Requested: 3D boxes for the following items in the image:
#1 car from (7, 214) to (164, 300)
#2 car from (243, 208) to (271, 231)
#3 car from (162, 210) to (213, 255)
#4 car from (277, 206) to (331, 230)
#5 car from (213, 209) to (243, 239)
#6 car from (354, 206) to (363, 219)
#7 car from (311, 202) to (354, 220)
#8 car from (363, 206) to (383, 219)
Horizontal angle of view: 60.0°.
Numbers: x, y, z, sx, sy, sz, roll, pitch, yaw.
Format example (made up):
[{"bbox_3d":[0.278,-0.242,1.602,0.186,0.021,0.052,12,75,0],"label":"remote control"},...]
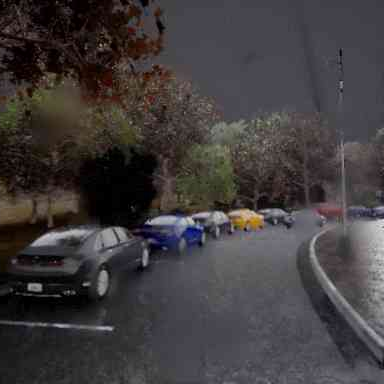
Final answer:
[{"bbox_3d":[-2.557,1.565,8.726,2.231,1.521,4.892,0,0,11],"label":"car"},{"bbox_3d":[3.789,2.006,24.570,2.097,1.535,5.008,-2,-2,31],"label":"car"},{"bbox_3d":[-0.815,1.679,14.321,2.097,1.535,5.008,-1,-3,17],"label":"car"},{"bbox_3d":[8.547,2.018,25.027,2.033,1.411,5.357,-2,-3,35],"label":"car"},{"bbox_3d":[1.108,1.828,19.662,2.231,1.521,4.892,-1,-2,23],"label":"car"},{"bbox_3d":[20.192,2.445,40.691,5.008,1.535,2.097,1,-3,-33],"label":"car"},{"bbox_3d":[15.298,2.114,37.235,5.566,2.045,2.435,1,-3,-39],"label":"car"},{"bbox_3d":[21.567,2.272,37.182,4.674,1.442,1.812,1,-3,-35],"label":"car"}]
